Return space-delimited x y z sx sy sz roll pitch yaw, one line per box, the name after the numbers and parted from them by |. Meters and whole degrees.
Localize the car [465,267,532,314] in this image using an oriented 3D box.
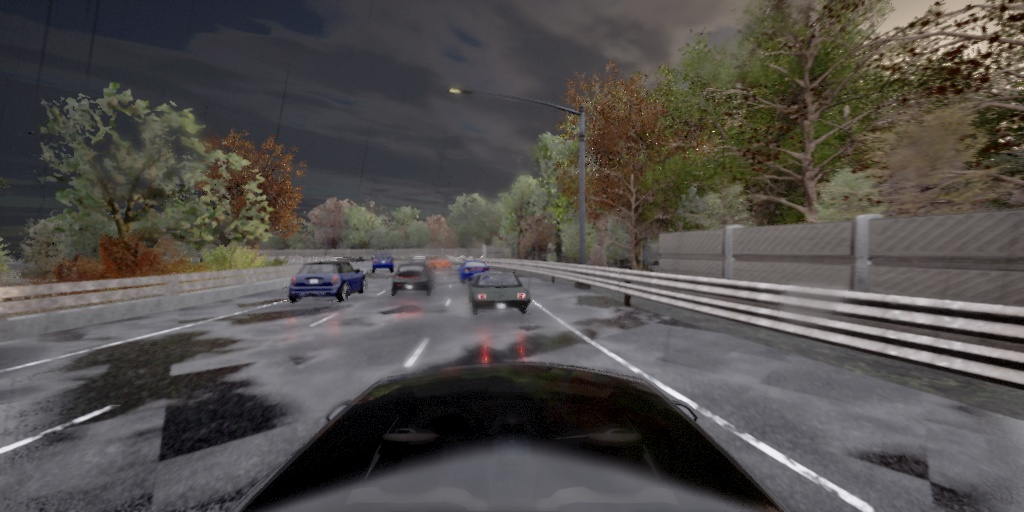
-0.630 1.251 13.252 1.895 1.301 4.718 0 1 -8 | car

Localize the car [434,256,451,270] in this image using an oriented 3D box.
-9.071 0.762 44.908 2.097 1.767 4.553 -1 1 -22 | car

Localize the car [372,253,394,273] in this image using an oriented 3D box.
-14.316 0.705 39.643 2.150 2.045 5.566 0 0 -22 | car

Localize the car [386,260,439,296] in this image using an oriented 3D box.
-5.019 1.129 18.650 1.837 1.490 4.892 0 1 -9 | car

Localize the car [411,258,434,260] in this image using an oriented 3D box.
-9.843 0.971 37.594 2.128 1.511 4.902 0 1 -19 | car

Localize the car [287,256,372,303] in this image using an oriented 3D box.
-8.215 1.012 16.429 2.097 1.767 4.553 0 1 -8 | car

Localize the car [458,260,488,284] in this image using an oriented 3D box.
-2.709 1.032 25.151 1.882 1.535 5.008 0 1 -12 | car
